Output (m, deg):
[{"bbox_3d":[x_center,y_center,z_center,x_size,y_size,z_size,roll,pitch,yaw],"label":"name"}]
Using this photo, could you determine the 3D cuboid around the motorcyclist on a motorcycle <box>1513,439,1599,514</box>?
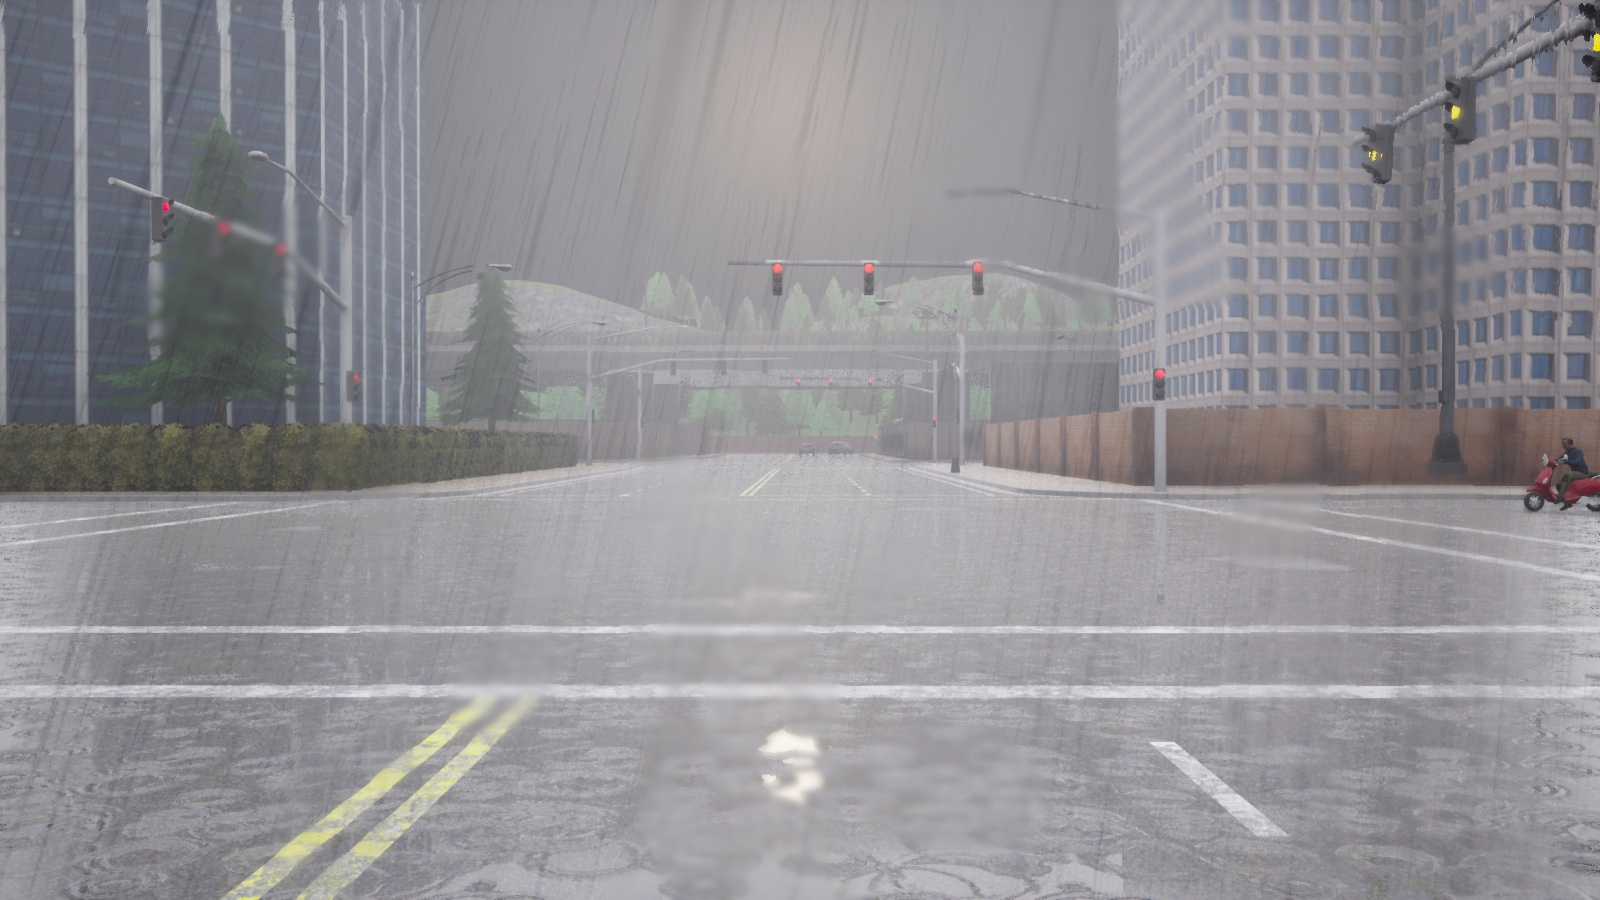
[{"bbox_3d":[16.569,0.560,27.136,1.817,1.590,0.866,0,0,1],"label":"motorcyclist on a motorcycle"}]
